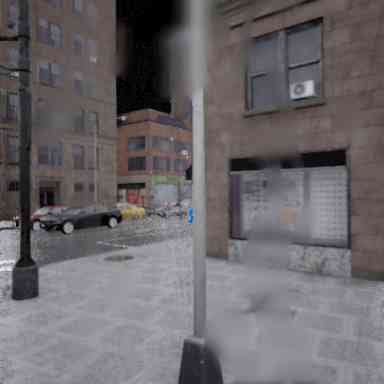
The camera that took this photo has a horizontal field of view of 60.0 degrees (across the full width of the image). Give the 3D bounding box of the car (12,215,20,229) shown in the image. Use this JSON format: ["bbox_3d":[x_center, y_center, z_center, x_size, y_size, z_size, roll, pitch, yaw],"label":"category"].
[{"bbox_3d":[-8.740,1.553,20.734,1.887,1.381,4.507,0,1,36],"label":"car"}]

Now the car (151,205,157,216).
[{"bbox_3d":[-2.289,1.485,29.627,1.802,1.307,4.206,0,1,36],"label":"car"}]

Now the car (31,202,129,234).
[{"bbox_3d":[-6.340,1.455,19.372,1.882,1.535,5.008,-1,0,35],"label":"car"}]

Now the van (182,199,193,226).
[{"bbox_3d":[1.405,1.207,20.188,1.690,1.788,3.998,0,1,36],"label":"van"}]

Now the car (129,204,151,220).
[{"bbox_3d":[-5.614,1.482,25.042,1.752,1.417,4.829,0,1,36],"label":"car"}]

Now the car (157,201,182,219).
[{"bbox_3d":[-0.453,1.406,27.471,1.812,1.442,4.674,-1,0,36],"label":"car"}]
